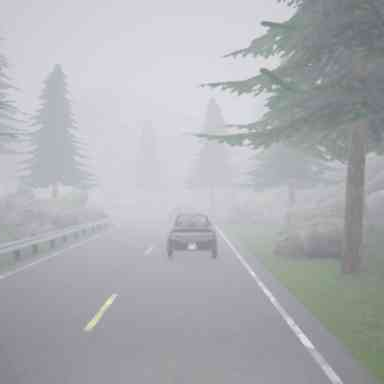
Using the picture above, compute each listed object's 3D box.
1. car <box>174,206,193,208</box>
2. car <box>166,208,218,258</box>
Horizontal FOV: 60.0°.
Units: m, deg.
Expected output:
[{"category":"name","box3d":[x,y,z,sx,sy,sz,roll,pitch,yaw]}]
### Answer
[{"category":"car","box3d":[-0.735,1.853,27.796,2.033,1.411,5.357,0,-1,-15]},{"category":"car","box3d":[0.018,1.642,13.478,2.128,1.511,4.902,0,0,0]}]
